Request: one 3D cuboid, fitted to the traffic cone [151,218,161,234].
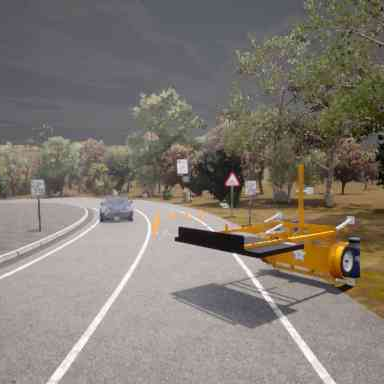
[{"bbox_3d":[-1.861,1.751,16.525,0.340,0.580,0.340,-1,2,-4],"label":"traffic cone"}]

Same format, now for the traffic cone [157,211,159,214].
[{"bbox_3d":[-2.159,1.636,20.511,0.340,0.580,0.340,-1,2,-4],"label":"traffic cone"}]

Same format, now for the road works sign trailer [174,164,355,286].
[{"bbox_3d":[1.687,0.774,7.440,3.560,2.880,2.380,-1,1,-38],"label":"road works sign trailer"}]

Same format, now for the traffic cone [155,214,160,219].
[{"bbox_3d":[-2.009,1.694,18.519,0.340,0.580,0.340,-1,2,-4],"label":"traffic cone"}]

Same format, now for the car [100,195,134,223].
[{"bbox_3d":[-5.129,1.014,22.749,2.097,1.767,4.553,-1,2,-13],"label":"car"}]
